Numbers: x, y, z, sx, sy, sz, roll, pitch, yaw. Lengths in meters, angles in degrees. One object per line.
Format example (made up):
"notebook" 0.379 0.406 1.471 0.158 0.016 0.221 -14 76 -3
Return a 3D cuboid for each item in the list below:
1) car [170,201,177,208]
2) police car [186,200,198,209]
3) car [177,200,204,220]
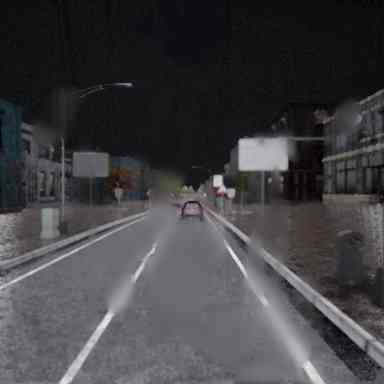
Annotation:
"car" -3.050 2.359 62.198 1.895 1.301 4.718 0 -1 1
"police car" -0.013 2.207 59.026 2.038 1.542 4.974 0 -1 0
"car" 0.032 1.588 29.794 2.033 1.649 4.856 0 -1 0
